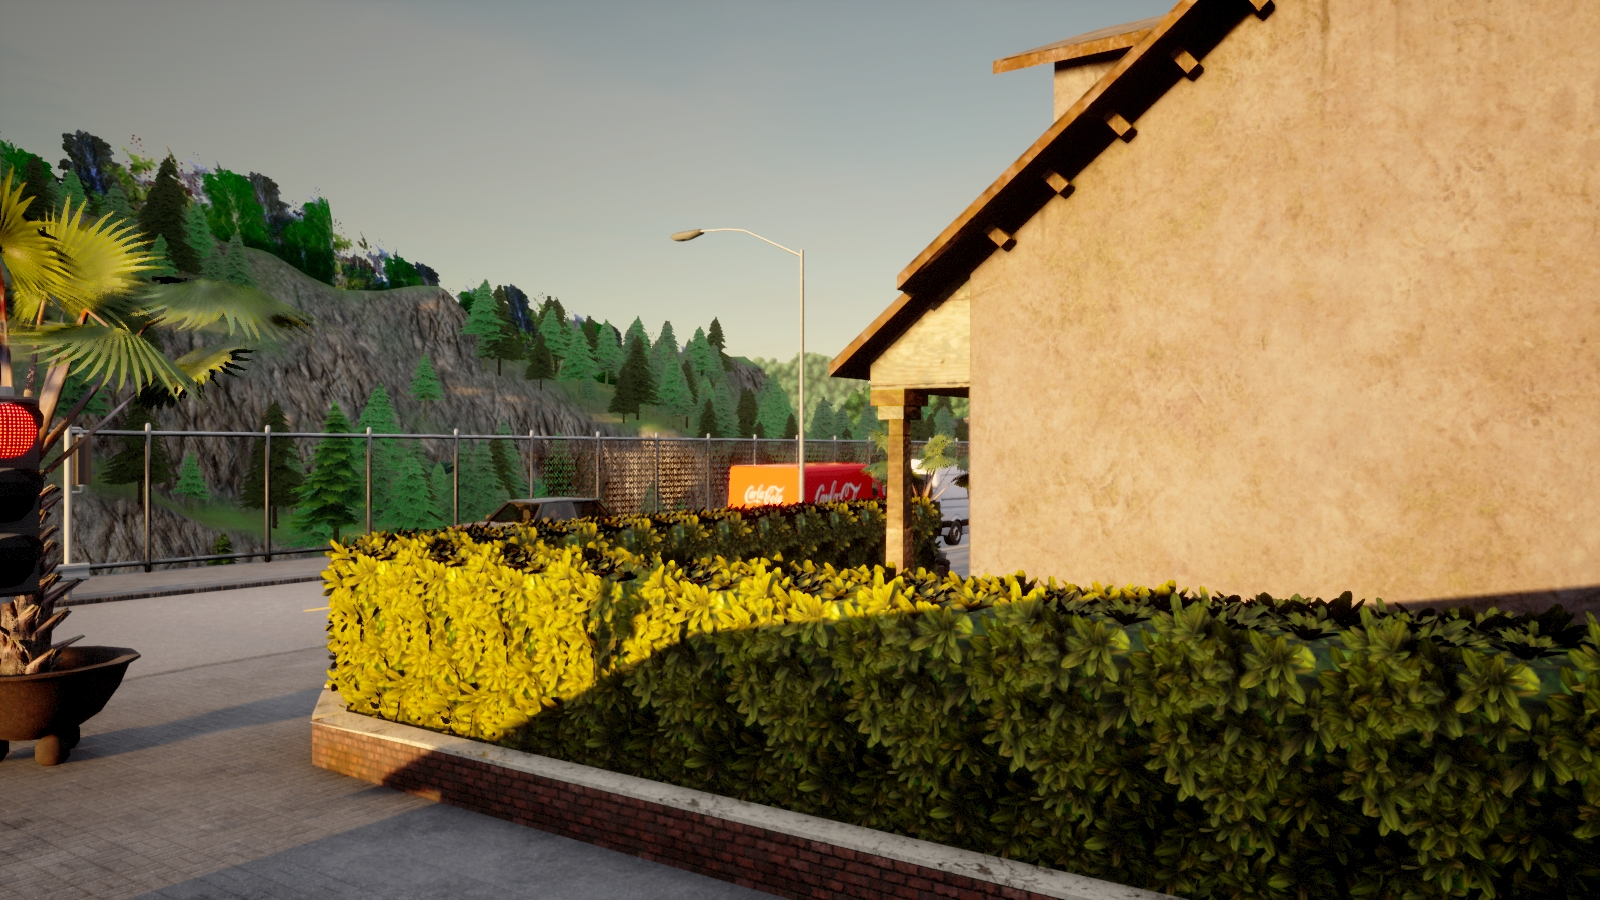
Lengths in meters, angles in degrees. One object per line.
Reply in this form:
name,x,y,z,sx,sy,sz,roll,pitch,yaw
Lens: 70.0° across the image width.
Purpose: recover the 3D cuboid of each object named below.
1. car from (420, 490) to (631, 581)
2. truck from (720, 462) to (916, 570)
car,-6.312,1.906,26.765,2.097,1.767,4.553,0,0,35
truck,0.584,1.568,29.600,2.627,2.467,5.204,0,0,35
